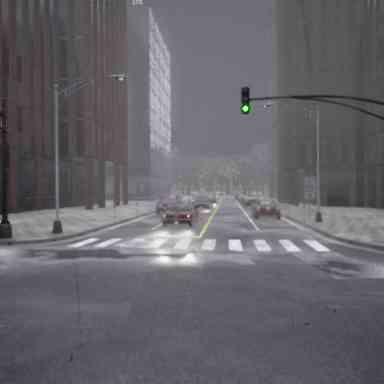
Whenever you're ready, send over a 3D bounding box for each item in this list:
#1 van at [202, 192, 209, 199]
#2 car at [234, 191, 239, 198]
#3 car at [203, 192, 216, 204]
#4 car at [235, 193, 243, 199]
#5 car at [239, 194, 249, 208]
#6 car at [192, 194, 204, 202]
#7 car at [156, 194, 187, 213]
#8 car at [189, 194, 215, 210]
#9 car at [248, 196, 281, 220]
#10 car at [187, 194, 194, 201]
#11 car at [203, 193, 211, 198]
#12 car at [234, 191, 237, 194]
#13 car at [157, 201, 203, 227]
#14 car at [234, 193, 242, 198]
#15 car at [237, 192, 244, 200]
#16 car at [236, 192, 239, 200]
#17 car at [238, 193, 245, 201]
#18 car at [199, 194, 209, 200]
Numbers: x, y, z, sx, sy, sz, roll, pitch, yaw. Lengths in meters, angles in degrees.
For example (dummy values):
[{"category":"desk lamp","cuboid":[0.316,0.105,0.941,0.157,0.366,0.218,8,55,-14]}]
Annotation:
[{"category":"van","cuboid":[3.553,0.861,86.580,1.690,1.788,3.998,0,0,6]},{"category":"car","cuboid":[10.339,1.080,69.632,1.752,1.417,4.829,0,0,6]},{"category":"car","cuboid":[3.094,1.152,55.966,1.882,1.535,5.008,0,0,6]},{"category":"car","cuboid":[12.050,0.990,85.855,1.752,1.417,4.829,0,0,6]},{"category":"car","cuboid":[7.471,1.264,42.426,2.008,1.369,4.403,0,0,6]},{"category":"car","cuboid":[1.274,1.192,64.951,2.008,1.369,4.403,0,0,6]},{"category":"car","cuboid":[-2.150,1.147,32.504,2.192,1.841,5.009,0,0,6]},{"category":"car","cuboid":[1.270,1.319,39.432,2.033,1.411,5.357,0,0,6]},{"category":"car","cuboid":[5.759,1.250,26.203,1.967,1.590,4.097,0,0,6]},{"category":"car","cuboid":[-1.007,1.349,43.321,1.802,1.307,4.206,0,0,6]},{"category":"car","cuboid":[4.107,1.017,91.819,1.752,1.417,4.829,0,0,6]},{"category":"car","cuboid":[10.890,0.840,74.870,2.192,1.841,5.009,0,0,6]},{"category":"car","cuboid":[-0.650,1.480,21.643,1.895,1.301,4.718,0,0,7]},{"category":"car","cuboid":[12.603,0.981,91.094,1.887,1.381,4.507,0,0,6]},{"category":"car","cuboid":[8.611,1.194,53.241,1.887,1.381,4.507,0,0,6]},{"category":"car","cuboid":[9.199,1.142,58.818,1.752,1.417,4.829,0,0,6]},{"category":"car","cuboid":[8.041,1.226,47.834,1.887,1.381,4.507,0,0,6]},{"category":"car","cuboid":[2.984,1.116,81.173,1.947,1.339,4.313,0,0,6]}]
